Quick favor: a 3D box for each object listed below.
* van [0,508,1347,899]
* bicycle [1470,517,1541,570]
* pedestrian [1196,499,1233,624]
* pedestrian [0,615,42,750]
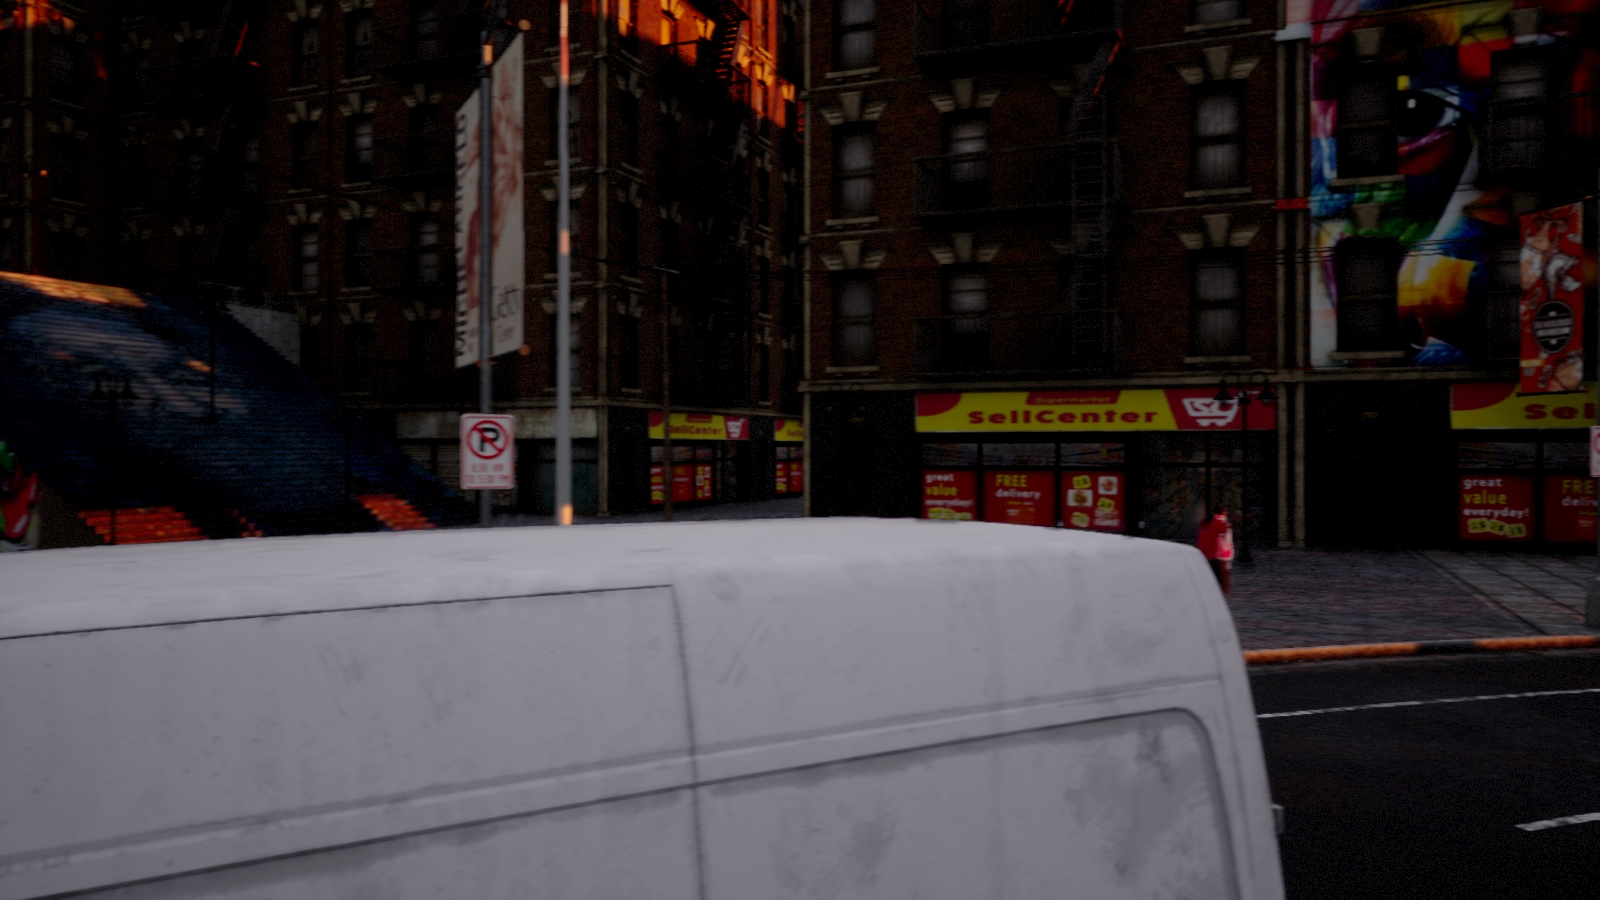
[{"bbox_3d":[-1.486,1.533,2.679,5.915,2.561,1.988,0,0,-30],"label":"van"},{"bbox_3d":[16.664,2.199,26.984,1.643,1.196,0.373,0,1,-13],"label":"bicycle"},{"bbox_3d":[6.327,1.691,17.440,0.375,1.860,0.375,0,0,-26],"label":"pedestrian"},{"bbox_3d":[-7.133,2.071,10.186,0.500,1.100,0.500,0,0,39],"label":"pedestrian"}]
